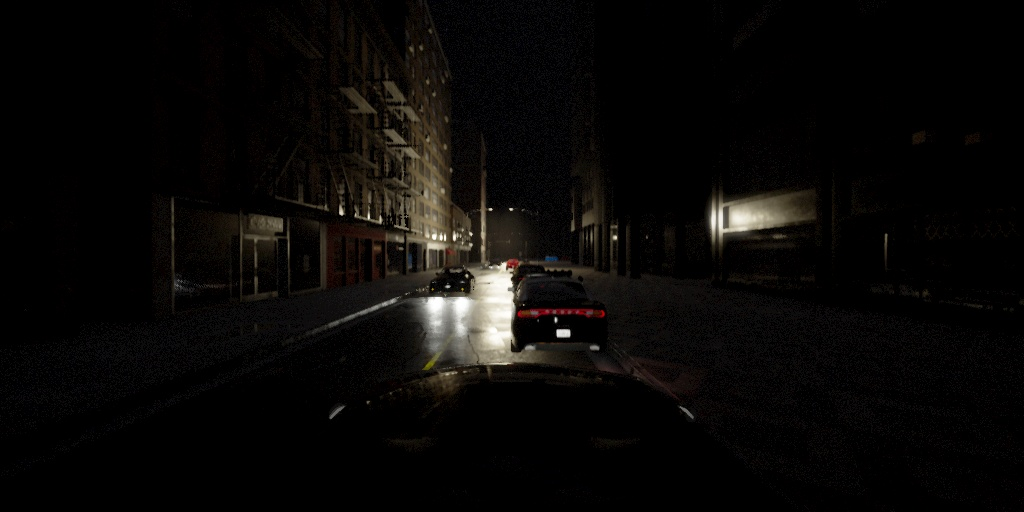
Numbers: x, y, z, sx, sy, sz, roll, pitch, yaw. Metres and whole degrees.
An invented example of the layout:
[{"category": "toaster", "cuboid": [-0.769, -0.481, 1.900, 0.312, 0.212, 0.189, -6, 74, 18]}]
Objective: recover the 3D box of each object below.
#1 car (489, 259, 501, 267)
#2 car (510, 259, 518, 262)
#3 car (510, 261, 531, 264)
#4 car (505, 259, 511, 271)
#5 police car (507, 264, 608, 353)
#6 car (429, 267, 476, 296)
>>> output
[{"category": "car", "cuboid": [-2.908, 1.175, 62.428, 2.033, 1.411, 5.357, 0, 0, 1]}, {"category": "car", "cuboid": [0.955, 1.145, 24.999, 1.801, 1.575, 5.366, 0, 0, 0]}, {"category": "car", "cuboid": [0.939, 1.209, 18.808, 1.837, 1.490, 4.892, 0, 0, 0]}, {"category": "car", "cuboid": [0.148, 1.175, 47.410, 1.812, 1.442, 4.674, 0, 0, 1]}, {"category": "police car", "cuboid": [0.914, 1.155, 8.918, 1.930, 1.638, 5.238, 0, 0, 0]}, {"category": "car", "cuboid": [-3.060, 1.267, 19.057, 1.994, 1.385, 4.181, 0, 0, 0]}]
